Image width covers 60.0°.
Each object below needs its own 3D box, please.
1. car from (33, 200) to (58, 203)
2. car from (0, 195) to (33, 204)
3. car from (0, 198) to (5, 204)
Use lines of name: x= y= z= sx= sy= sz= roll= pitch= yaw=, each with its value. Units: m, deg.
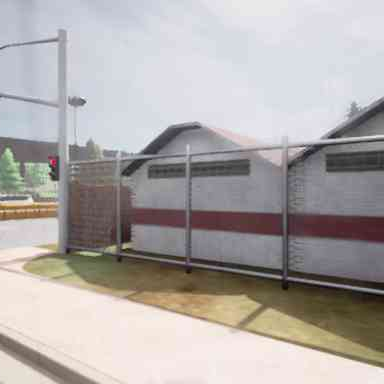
car: x=-14.352 y=1.559 z=36.740 sx=2.128 sy=1.511 sz=4.902 roll=0 pitch=0 yaw=34
car: x=-19.611 y=1.295 z=35.219 sx=2.150 sy=2.045 sz=5.566 roll=0 pitch=0 yaw=34
car: x=-19.591 y=1.556 z=28.946 sx=2.128 sy=1.511 sz=4.902 roll=0 pitch=0 yaw=33
